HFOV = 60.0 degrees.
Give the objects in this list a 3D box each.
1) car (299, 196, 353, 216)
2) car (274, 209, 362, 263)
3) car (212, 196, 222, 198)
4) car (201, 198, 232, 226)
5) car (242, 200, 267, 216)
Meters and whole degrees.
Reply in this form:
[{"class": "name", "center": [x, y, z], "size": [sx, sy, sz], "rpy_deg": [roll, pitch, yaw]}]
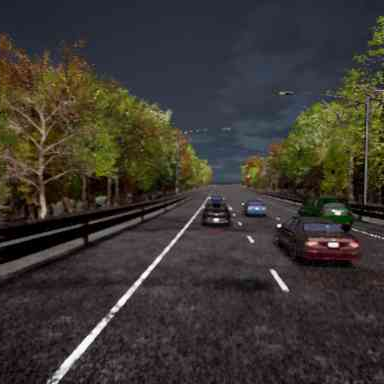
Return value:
[{"class": "car", "center": [8.626, 1.307, 21.886], "size": [2.150, 2.045, 5.566], "rpy_deg": [1, 1, 4]}, {"class": "car", "center": [4.402, 1.612, 12.419], "size": [2.033, 1.411, 5.357], "rpy_deg": [1, 0, 4]}, {"class": "car", "center": [3.100, 1.219, 41.900], "size": [1.994, 1.385, 4.181], "rpy_deg": [1, 1, 4]}, {"class": "car", "center": [1.683, 1.429, 23.027], "size": [1.837, 1.490, 4.892], "rpy_deg": [1, 1, 4]}, {"class": "car", "center": [5.815, 1.452, 31.290], "size": [2.033, 1.411, 5.357], "rpy_deg": [1, 1, 4]}]
